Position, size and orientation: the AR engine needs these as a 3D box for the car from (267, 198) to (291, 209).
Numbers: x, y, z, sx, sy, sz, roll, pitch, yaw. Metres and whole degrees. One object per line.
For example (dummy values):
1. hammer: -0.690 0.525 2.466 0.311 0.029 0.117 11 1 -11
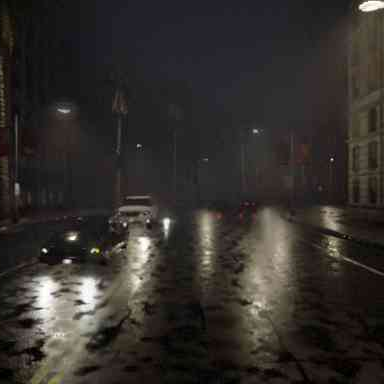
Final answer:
1. car: 12.827 1.585 48.819 1.882 1.535 5.008 0 0 42

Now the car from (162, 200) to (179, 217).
1. car: -2.571 1.549 32.287 1.882 1.535 5.008 0 0 10

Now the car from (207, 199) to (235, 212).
1. car: 3.275 1.613 39.648 1.812 1.442 4.674 0 0 22

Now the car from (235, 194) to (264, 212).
1. car: 7.178 1.440 39.853 2.097 1.767 4.553 0 0 25

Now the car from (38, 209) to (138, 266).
1. car: -3.501 1.574 11.999 2.033 1.411 5.357 0 0 0

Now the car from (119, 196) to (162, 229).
1. car: -3.501 1.271 22.139 2.150 2.045 5.566 0 0 0

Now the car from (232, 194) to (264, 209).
1. car: 8.287 1.330 48.709 2.150 2.045 5.566 0 0 38
